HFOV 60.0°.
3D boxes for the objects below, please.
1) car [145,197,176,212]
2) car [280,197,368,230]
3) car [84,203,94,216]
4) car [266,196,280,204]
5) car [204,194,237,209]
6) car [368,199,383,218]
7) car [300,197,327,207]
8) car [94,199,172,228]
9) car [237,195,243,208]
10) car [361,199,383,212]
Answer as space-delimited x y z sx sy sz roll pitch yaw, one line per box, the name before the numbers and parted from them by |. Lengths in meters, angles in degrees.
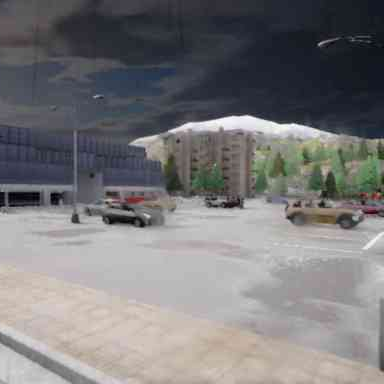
car | -3.974 1.284 33.832 5.027 1.636 2.152 0 0 35
car | 8.330 1.298 21.156 4.605 1.855 1.932 0 0 35
car | -7.448 1.355 28.427 3.806 1.475 1.970 0 0 35
car | 15.768 1.552 61.862 3.633 1.501 1.845 0 0 35
car | 3.478 1.226 44.233 3.866 1.878 1.905 0 0 35
car | 16.162 1.519 30.868 4.514 1.523 2.007 0 0 35
car | 20.065 1.590 55.118 3.806 1.475 1.970 0 0 35
car | -3.851 1.446 21.344 4.514 1.523 2.007 0 0 35
car | 4.835 1.249 46.835 4.605 1.855 1.932 0 0 35
car | 22.016 1.555 38.967 3.633 1.501 1.845 0 0 35
